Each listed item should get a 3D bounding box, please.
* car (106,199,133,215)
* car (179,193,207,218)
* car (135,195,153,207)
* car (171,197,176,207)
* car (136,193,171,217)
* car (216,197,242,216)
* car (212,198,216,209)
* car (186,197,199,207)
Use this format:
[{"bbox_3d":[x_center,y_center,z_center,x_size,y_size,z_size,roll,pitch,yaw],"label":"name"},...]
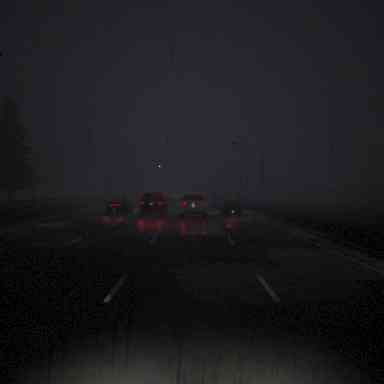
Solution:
[{"bbox_3d":[-6.902,1.372,31.996,2.128,1.511,4.902,0,0,0],"label":"car"},{"bbox_3d":[0.098,1.113,28.746,2.150,2.045,5.566,0,0,0],"label":"car"},{"bbox_3d":[-6.904,1.298,48.496,1.882,1.535,5.008,0,0,0],"label":"car"},{"bbox_3d":[-3.403,1.386,48.360,1.994,1.385,4.181,0,0,0],"label":"car"},{"bbox_3d":[-3.403,1.106,30.515,2.150,2.045,5.566,0,0,0],"label":"car"},{"bbox_3d":[3.506,1.393,30.790,1.837,1.490,4.892,0,1,0],"label":"car"},{"bbox_3d":[3.519,1.390,42.677,2.033,1.411,5.357,0,0,0],"label":"car"},{"bbox_3d":[0.097,1.421,48.691,1.895,1.301,4.718,0,0,0],"label":"car"}]
